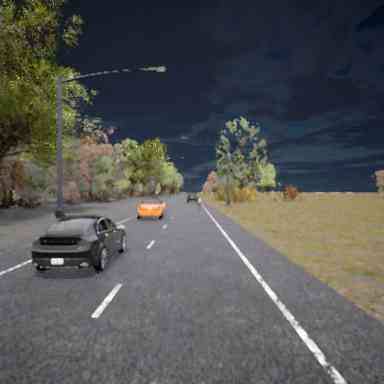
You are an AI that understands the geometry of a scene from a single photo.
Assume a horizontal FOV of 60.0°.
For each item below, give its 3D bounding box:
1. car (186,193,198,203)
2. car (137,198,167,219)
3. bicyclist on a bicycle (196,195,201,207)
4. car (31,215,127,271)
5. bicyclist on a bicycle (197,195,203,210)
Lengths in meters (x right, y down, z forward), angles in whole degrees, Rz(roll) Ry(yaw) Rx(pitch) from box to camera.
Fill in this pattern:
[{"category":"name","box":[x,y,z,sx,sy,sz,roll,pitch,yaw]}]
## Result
[{"category":"car","box":[-0.002,1.193,69.388,2.150,2.045,5.566,0,0,0]},{"category":"car","box":[-3.401,1.338,28.993,2.097,1.767,4.553,0,0,0]},{"category":"bicyclist on a bicycle","box":[0.961,1.347,48.969,0.659,1.776,1.843,0,0,0]},{"category":"car","box":[-3.401,1.499,10.819,1.837,1.490,4.892,0,0,0]},{"category":"bicyclist on a bicycle","box":[0.941,1.417,40.096,0.866,1.612,1.509,0,0,0]}]
